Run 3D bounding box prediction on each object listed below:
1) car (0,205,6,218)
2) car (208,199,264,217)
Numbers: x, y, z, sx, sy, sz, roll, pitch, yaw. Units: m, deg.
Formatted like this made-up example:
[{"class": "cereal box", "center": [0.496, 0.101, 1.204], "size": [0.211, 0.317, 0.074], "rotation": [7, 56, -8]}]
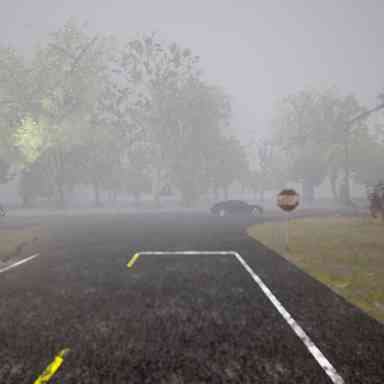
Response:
[{"class": "car", "center": [-17.266, 1.327, 25.135], "size": [5.566, 2.045, 2.150], "rotation": [-1, 1, -11]}, {"class": "car", "center": [3.821, 1.347, 28.932], "size": [4.892, 1.490, 1.837], "rotation": [-1, 1, -9]}]
